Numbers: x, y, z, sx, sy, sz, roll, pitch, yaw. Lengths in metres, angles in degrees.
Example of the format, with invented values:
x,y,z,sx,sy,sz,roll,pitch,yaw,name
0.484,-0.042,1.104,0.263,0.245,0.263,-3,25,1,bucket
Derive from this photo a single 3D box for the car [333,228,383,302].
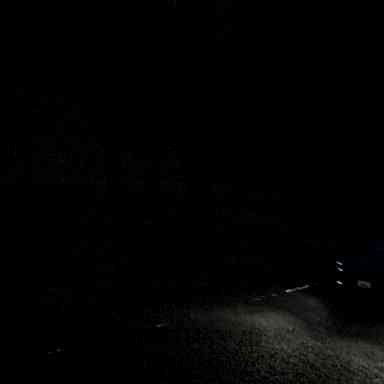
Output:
x,y,z,sx,sy,sz,roll,pitch,yaw,name
5.314,1.498,7.803,5.008,1.535,1.882,0,0,-36,car
